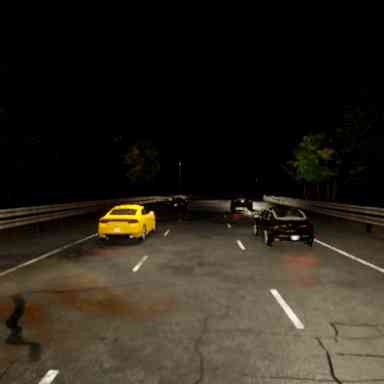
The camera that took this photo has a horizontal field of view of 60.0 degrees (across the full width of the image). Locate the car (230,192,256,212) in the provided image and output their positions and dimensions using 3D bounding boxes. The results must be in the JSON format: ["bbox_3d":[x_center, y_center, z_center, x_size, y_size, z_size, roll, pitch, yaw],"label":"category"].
[{"bbox_3d":[5.328,1.004,35.991,2.150,2.045,5.566,0,0,5],"label":"car"}]

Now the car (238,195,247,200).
[{"bbox_3d":[13.273,1.439,87.152,2.033,1.411,5.357,0,-1,13],"label":"car"}]

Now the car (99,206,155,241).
[{"bbox_3d":[-3.004,1.397,16.240,1.882,1.535,5.008,0,0,2],"label":"car"}]

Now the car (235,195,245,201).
[{"bbox_3d":[11.058,1.424,76.642,1.895,1.301,4.718,0,0,11],"label":"car"}]

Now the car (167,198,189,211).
[{"bbox_3d":[-1.569,1.343,37.290,1.994,1.385,4.181,0,0,5],"label":"car"}]

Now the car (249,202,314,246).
[{"bbox_3d":[3.947,1.436,14.856,1.837,1.490,4.892,0,0,2],"label":"car"}]
